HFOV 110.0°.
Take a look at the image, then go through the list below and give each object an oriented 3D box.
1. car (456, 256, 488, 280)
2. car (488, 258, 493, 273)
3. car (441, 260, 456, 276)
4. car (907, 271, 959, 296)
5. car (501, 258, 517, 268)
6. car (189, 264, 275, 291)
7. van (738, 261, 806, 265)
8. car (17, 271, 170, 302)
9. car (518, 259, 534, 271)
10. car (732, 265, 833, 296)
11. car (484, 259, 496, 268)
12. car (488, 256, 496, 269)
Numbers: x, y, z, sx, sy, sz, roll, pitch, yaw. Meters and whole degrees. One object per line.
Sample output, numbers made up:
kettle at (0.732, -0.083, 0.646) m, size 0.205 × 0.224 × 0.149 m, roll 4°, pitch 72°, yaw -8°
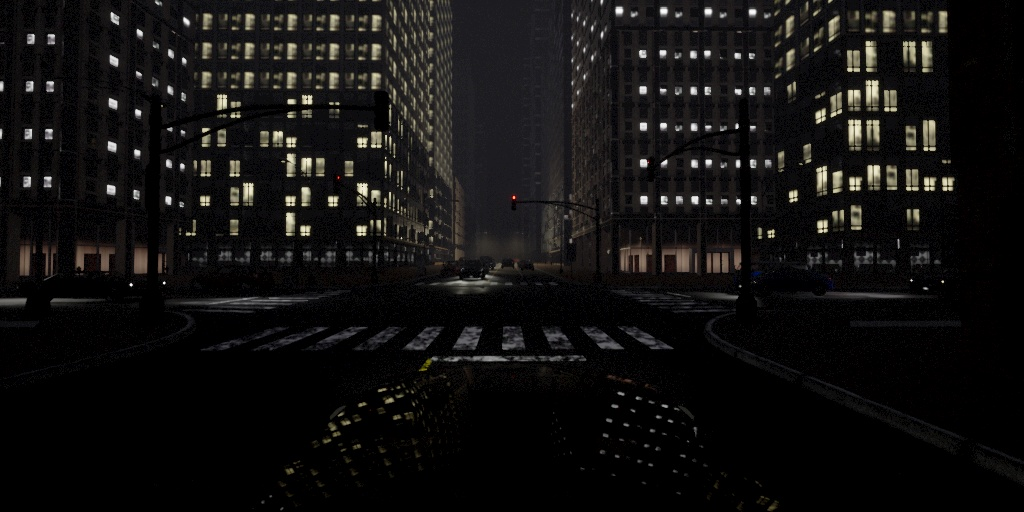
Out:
car at (-3.445, 1.113, 31.733) m, size 2.097 × 1.767 × 4.553 m, roll 0°, pitch 0°, yaw -2°
car at (-3.634, 1.256, 41.806) m, size 2.128 × 1.511 × 4.902 m, roll 0°, pitch 0°, yaw -1°
car at (-6.163, 1.203, 37.052) m, size 1.967 × 1.591 × 4.097 m, roll 0°, pitch 0°, yaw -1°
car at (24.494, 1.436, 19.353) m, size 4.718 × 1.301 × 1.895 m, roll 0°, pitch -1°, yaw -1°
car at (-0.672, 1.124, 59.587) m, size 2.097 × 1.767 × 4.553 m, roll 0°, pitch 0°, yaw 0°
car at (-16.757, 1.255, 21.472) m, size 4.097 × 1.591 × 1.967 m, roll 0°, pitch 0°, yaw -1°
van at (15.715, 1.210, 21.834) m, size 3.998 × 1.789 × 1.690 m, roll 0°, pitch 0°, yaw -1°
car at (-18.065, 1.300, 15.680) m, size 4.718 × 1.301 × 1.895 m, roll 0°, pitch -1°, yaw -1°
car at (2.066, 1.349, 48.376) m, size 1.802 × 1.307 × 4.207 m, roll 0°, pitch 0°, yaw -1°
car at (14.523, 1.342, 19.239) m, size 4.674 × 1.442 × 1.812 m, roll 0°, pitch -1°, yaw -2°
car at (-3.875, 1.278, 64.251) m, size 1.837 × 1.490 × 4.892 m, roll 0°, pitch 0°, yaw 0°
car at (-3.765, 0.990, 52.407) m, size 2.150 × 2.045 × 5.566 m, roll 0°, pitch 0°, yaw -1°
